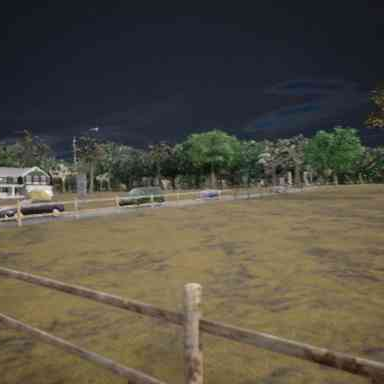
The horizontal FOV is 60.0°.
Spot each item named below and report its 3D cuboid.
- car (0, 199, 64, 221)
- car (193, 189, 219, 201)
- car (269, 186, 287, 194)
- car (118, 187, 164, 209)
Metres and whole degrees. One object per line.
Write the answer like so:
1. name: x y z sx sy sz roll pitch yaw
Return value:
1. car: -12.064 1.304 24.990 1.837 1.490 4.892 -3 0 36
2. car: 1.992 0.391 44.656 1.812 1.442 4.674 -3 0 35
3. car: 14.950 -0.435 57.802 1.994 1.385 4.181 -3 0 36
4. car: -5.283 0.576 34.507 2.150 2.045 5.566 -3 0 36
